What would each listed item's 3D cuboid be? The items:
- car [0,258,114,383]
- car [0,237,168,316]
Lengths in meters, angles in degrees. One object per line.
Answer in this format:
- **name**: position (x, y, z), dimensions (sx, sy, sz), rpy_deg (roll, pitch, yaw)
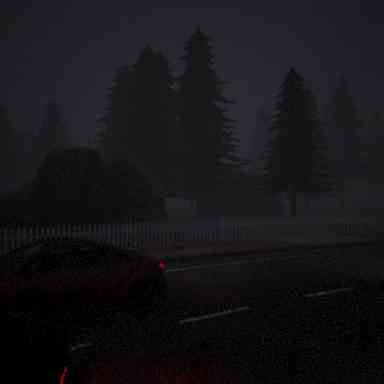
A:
- **car**: position (-3.069, 1.506, 1.569), dimensions (4.892, 1.490, 1.837), rpy_deg (0, -1, -35)
- **car**: position (-2.555, 1.562, 6.063), dimensions (4.181, 1.385, 1.994), rpy_deg (0, 0, -31)
